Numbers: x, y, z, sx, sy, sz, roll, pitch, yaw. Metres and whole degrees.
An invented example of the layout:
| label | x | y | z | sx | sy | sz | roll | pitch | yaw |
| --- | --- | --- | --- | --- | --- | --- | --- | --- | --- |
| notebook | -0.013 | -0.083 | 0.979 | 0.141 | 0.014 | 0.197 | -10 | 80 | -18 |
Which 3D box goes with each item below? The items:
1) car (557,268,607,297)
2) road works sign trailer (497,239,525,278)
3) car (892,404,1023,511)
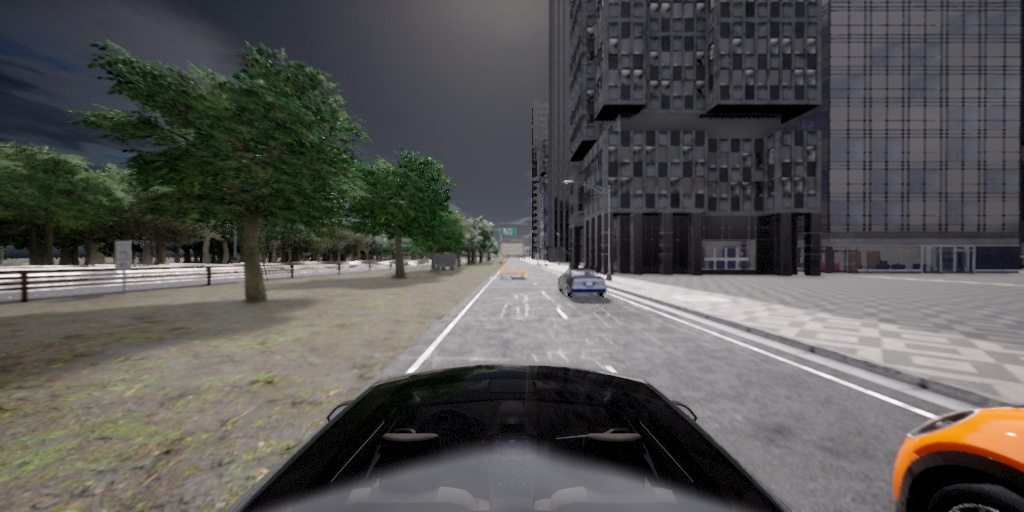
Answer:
| label | x | y | z | sx | sy | sz | roll | pitch | yaw |
| --- | --- | --- | --- | --- | --- | --- | --- | --- | --- |
| car | 3.595 | 1.345 | 19.182 | 2.033 | 1.411 | 5.357 | 0 | 0 | 0 |
| road works sign trailer | 0.004 | 0.349 | 35.818 | 2.380 | 3.560 | 2.880 | 0 | 0 | 0 |
| car | 3.603 | 1.101 | 0.476 | 2.097 | 1.767 | 4.553 | 0 | 0 | 0 |
